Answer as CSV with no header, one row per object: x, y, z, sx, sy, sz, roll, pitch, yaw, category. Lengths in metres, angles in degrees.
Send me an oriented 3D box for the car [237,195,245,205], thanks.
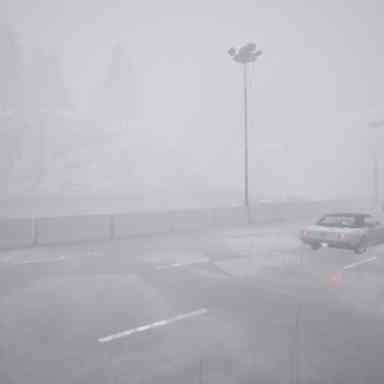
8.743,1.213,51.606,1.837,1.490,4.892,0,0,38,car

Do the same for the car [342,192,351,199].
34.518,0.748,74.321,1.812,1.442,4.674,-1,0,25,car

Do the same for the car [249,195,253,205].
9.989,1.310,47.528,1.895,1.301,4.718,-1,0,39,car

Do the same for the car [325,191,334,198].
31.891,0.589,77.052,2.128,1.511,4.902,-1,0,25,car

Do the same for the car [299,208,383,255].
6.196,1.483,12.856,4.718,1.301,1.895,-1,0,-41,car

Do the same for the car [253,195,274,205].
10.157,1.204,42.252,1.882,1.535,5.008,0,0,40,car

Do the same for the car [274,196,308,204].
11.926,1.224,38.970,1.837,1.490,4.892,0,0,41,car
